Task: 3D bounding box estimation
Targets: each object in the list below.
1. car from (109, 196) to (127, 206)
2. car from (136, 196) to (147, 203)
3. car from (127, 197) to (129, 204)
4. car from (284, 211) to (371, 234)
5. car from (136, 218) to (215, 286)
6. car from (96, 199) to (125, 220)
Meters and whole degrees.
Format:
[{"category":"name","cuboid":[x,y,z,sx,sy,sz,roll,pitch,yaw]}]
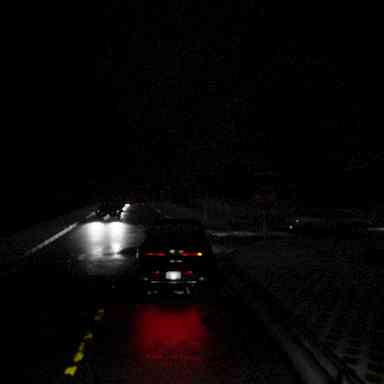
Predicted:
[{"category":"car","cuboid":[-8.482,1.383,36.737,1.837,1.490,4.892,0,0,-10]},{"category":"car","cuboid":[-9.957,1.426,66.029,1.812,1.442,4.674,0,0,-4]},{"category":"car","cuboid":[-10.386,1.337,47.326,1.882,1.535,5.008,0,0,-10]},{"category":"car","cuboid":[8.022,1.799,19.973,4.718,1.301,1.895,1,-3,-8]},{"category":"car","cuboid":[-0.399,1.506,9.423,1.837,1.490,4.892,0,0,0]},{"category":"car","cuboid":[-6.790,1.517,27.514,1.895,1.301,4.718,0,0,-11]}]
